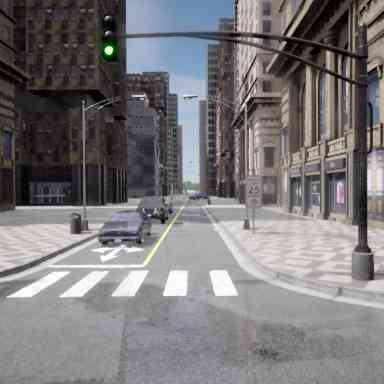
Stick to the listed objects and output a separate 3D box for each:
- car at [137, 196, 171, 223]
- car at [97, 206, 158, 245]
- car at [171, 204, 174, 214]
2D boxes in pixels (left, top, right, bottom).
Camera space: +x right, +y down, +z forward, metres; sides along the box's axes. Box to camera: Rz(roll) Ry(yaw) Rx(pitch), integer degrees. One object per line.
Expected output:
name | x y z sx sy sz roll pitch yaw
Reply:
car | -3.105 1.347 26.720 2.150 2.045 5.566 0 0 -1
car | -3.107 1.642 16.501 2.033 1.411 5.357 0 0 0
car | -3.087 1.683 37.051 1.812 1.442 4.674 0 0 0
